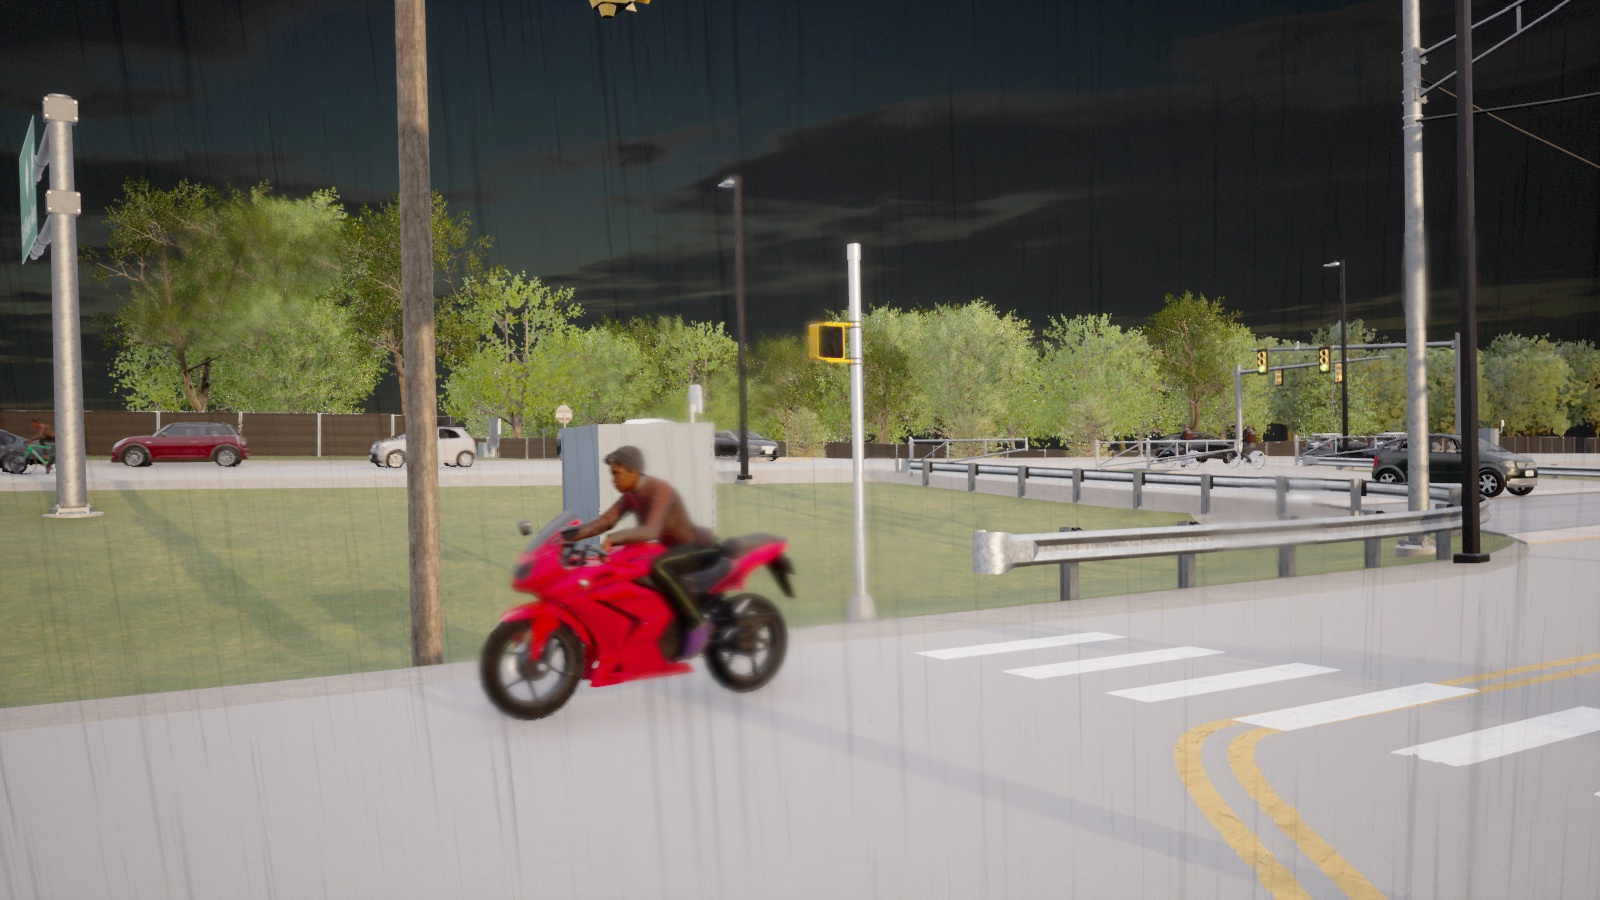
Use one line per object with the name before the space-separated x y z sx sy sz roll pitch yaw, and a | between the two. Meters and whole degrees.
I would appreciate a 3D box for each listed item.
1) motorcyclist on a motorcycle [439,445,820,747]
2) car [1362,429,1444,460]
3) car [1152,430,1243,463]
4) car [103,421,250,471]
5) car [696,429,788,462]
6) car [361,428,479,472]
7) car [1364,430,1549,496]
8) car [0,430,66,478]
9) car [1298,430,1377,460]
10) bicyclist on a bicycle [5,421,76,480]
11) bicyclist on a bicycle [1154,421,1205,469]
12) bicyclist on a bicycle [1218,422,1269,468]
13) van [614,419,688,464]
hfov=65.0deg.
motorcyclist on a motorcycle | -0.947 0.739 7.268 2.044 1.523 0.797 0 0 -35
car | 29.638 -0.269 61.686 3.806 1.475 1.970 0 0 -34
car | 18.459 -0.170 58.318 4.193 1.474 1.816 0 0 -34
car | -22.881 -0.147 46.283 4.553 1.767 2.097 0 0 -18
car | -2.810 -0.213 59.780 2.128 1.511 4.902 0 1 -34
car | -13.592 -0.007 44.987 3.633 1.501 1.845 -1 0 -34
car | 16.435 0.306 31.579 1.789 1.549 3.705 -1 0 -34
car | -24.964 0.132 37.254 5.357 1.411 2.033 -1 0 -34
car | 27.642 -0.258 64.561 3.806 1.475 1.970 0 0 -34
bicyclist on a bicycle | -21.424 0.012 35.429 1.656 1.620 0.582 -1 0 -34
bicyclist on a bicycle | 14.596 -0.203 48.320 0.659 1.776 1.843 -1 2 -36
bicyclist on a bicycle | 17.669 -0.197 50.041 0.659 1.776 1.843 0 2 -35
van | -7.056 -0.406 59.233 2.069 2.038 4.480 0 0 -26
